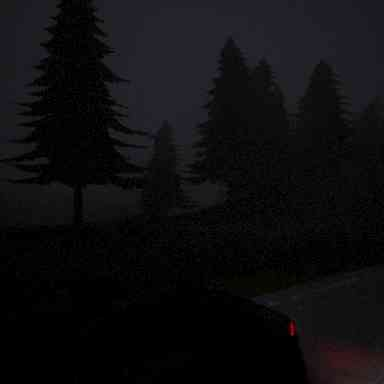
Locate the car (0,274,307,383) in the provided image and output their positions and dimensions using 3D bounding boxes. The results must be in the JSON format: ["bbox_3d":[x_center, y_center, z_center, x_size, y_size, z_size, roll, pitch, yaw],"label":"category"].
[{"bbox_3d":[-0.888,1.559,2.985,4.181,1.385,1.994,-1,0,-35],"label":"car"}]
